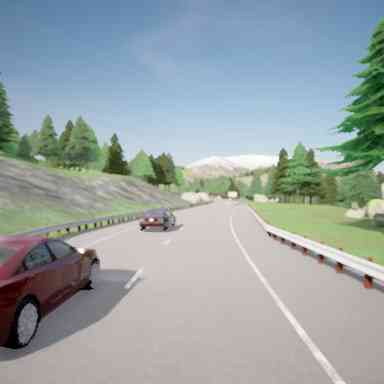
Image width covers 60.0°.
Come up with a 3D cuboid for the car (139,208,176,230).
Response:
[{"bbox_3d":[-2.341,1.859,23.589,2.033,1.411,5.357,0,-1,5],"label":"car"}]

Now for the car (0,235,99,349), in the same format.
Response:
[{"bbox_3d":[-3.328,1.559,6.429,1.882,1.535,5.008,0,-1,2],"label":"car"}]

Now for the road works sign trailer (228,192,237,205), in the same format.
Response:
[{"bbox_3d":[11.075,1.694,90.937,2.380,3.560,2.880,0,-1,8],"label":"road works sign trailer"}]
